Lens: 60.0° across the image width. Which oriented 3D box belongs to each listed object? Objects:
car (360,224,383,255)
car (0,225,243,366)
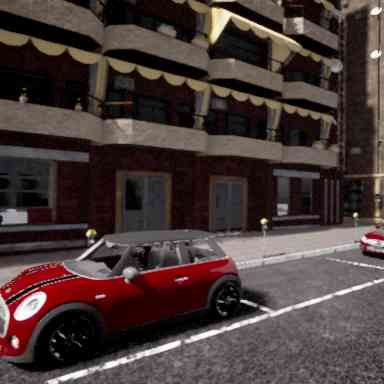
[{"bbox_3d":[7.916,1.633,12.291,4.206,1.307,1.802,0,1,-35],"label":"car"},{"bbox_3d":[-1.107,1.449,5.760,4.097,1.590,1.967,0,1,-35],"label":"car"}]
